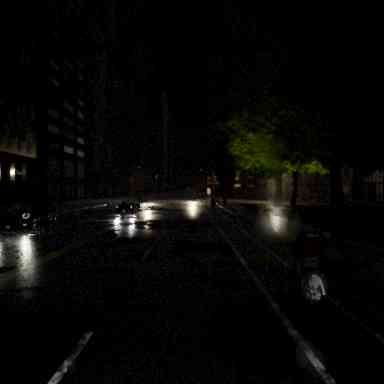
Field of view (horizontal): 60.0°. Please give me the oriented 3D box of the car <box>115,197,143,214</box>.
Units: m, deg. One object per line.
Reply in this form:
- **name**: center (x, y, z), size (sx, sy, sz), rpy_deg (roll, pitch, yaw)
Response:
- **car**: center (-6.595, 1.511, 34.408), size (1.895, 1.301, 4.718), rpy_deg (0, 0, 0)

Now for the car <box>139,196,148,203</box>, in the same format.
- **car**: center (-9.744, 1.457, 65.485), size (1.812, 1.442, 4.674), rpy_deg (0, 0, 0)

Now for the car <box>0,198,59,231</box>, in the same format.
- **car**: center (-9.849, 1.296, 20.051), size (2.097, 1.767, 4.553), rpy_deg (0, 0, 0)

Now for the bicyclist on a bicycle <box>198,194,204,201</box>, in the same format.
- **bicyclist on a bicycle**: center (2.322, 1.272, 72.806), size (0.659, 1.776, 1.843), rpy_deg (1, 0, -1)

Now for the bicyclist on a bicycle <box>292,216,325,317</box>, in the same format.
- **bicyclist on a bicycle**: center (2.237, 1.352, 6.552), size (0.659, 1.776, 1.843), rpy_deg (0, 0, 0)

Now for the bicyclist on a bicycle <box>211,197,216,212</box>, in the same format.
- **bicyclist on a bicycle**: center (2.295, 1.361, 35.817), size (0.582, 1.620, 1.656), rpy_deg (0, 0, 0)
